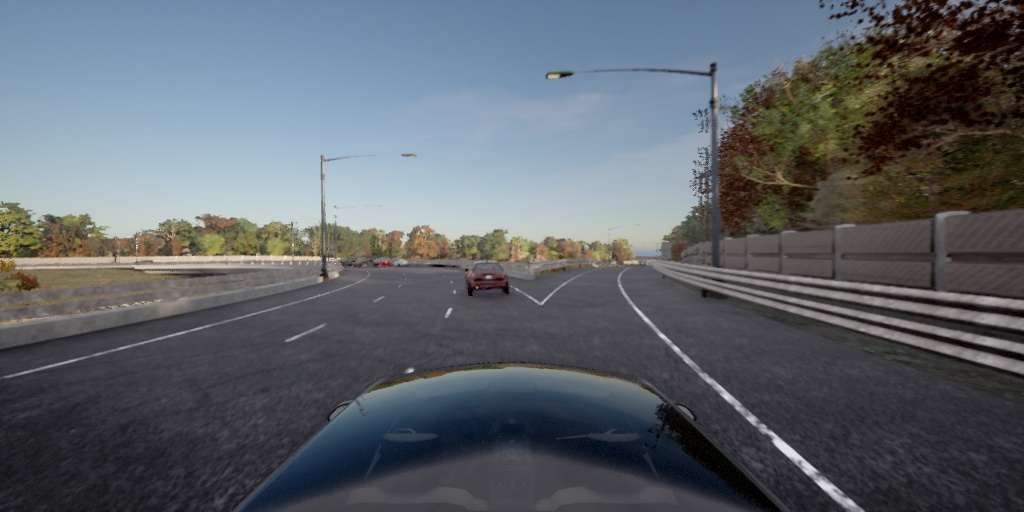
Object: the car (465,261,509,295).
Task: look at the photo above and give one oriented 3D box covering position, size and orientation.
[{"bbox_3d":[-1.477,1.043,19.676,2.097,1.767,4.553,-1,0,-9],"label":"car"}]
